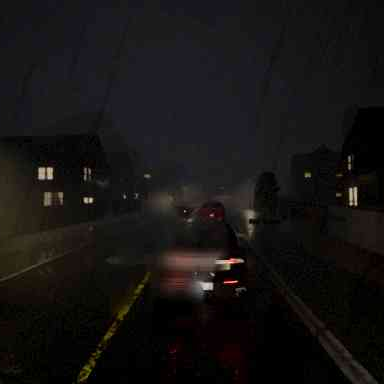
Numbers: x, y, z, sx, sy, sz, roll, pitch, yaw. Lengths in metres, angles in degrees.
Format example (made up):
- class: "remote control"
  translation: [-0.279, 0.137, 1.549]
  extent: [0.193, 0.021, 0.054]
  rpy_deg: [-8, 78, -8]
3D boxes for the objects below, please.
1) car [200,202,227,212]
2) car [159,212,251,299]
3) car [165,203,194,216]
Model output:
- class: "car"
  translation: [1.644, 1.478, 25.552]
  extent: [1.882, 1.535, 5.008]
  rpy_deg: [0, 0, 6]
- class: "car"
  translation: [0.341, 1.496, 8.454]
  extent: [2.128, 1.511, 4.902]
  rpy_deg: [0, 0, 3]
- class: "car"
  translation: [-1.006, 1.614, 28.374]
  extent: [1.895, 1.301, 4.718]
  rpy_deg: [0, 0, 7]
